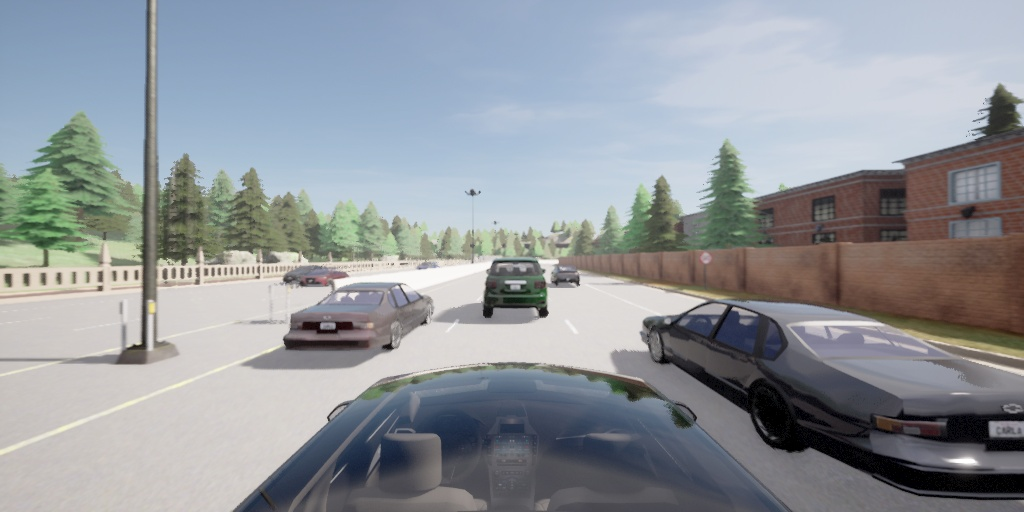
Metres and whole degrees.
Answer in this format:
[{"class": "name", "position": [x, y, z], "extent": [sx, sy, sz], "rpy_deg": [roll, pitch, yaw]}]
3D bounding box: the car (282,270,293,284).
[{"class": "car", "position": [-17.112, 1.512, 30.228], "extent": [1.837, 1.490, 4.892], "rpy_deg": [0, -1, 2]}]

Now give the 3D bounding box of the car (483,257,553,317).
[{"class": "car", "position": [0.148, 1.075, 13.807], "extent": [2.150, 2.045, 5.566], "rpy_deg": [0, 0, 1]}]

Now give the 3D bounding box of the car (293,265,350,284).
[{"class": "car", "position": [-13.727, 1.536, 26.509], "extent": [1.994, 1.385, 4.181], "rpy_deg": [0, 0, 2]}]

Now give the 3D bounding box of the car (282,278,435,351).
[{"class": "car", "position": [-3.402, 1.364, 9.152], "extent": [2.033, 1.411, 5.357], "rpy_deg": [0, 0, 0]}]

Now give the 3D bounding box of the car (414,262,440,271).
[{"class": "car", "position": [-9.735, 1.445, 41.478], "extent": [2.097, 1.767, 4.553], "rpy_deg": [0, 0, 2]}]

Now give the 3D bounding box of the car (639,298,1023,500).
[{"class": "car", "position": [3.592, 1.322, 5.110], "extent": [2.033, 1.411, 5.357], "rpy_deg": [0, 0, 0]}]

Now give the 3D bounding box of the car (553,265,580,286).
[{"class": "car", "position": [4.008, 1.454, 27.418], "extent": [2.128, 1.511, 4.902], "rpy_deg": [0, 0, 2]}]
